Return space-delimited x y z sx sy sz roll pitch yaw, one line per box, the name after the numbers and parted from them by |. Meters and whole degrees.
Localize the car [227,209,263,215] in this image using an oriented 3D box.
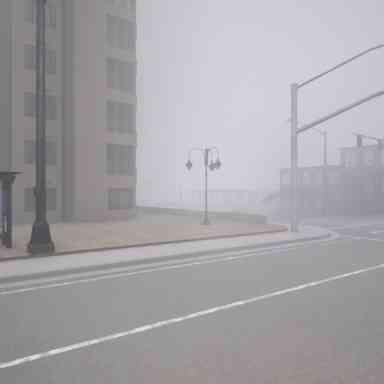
5.268 2.507 34.474 2.097 1.767 4.553 0 -9 -36 | car
